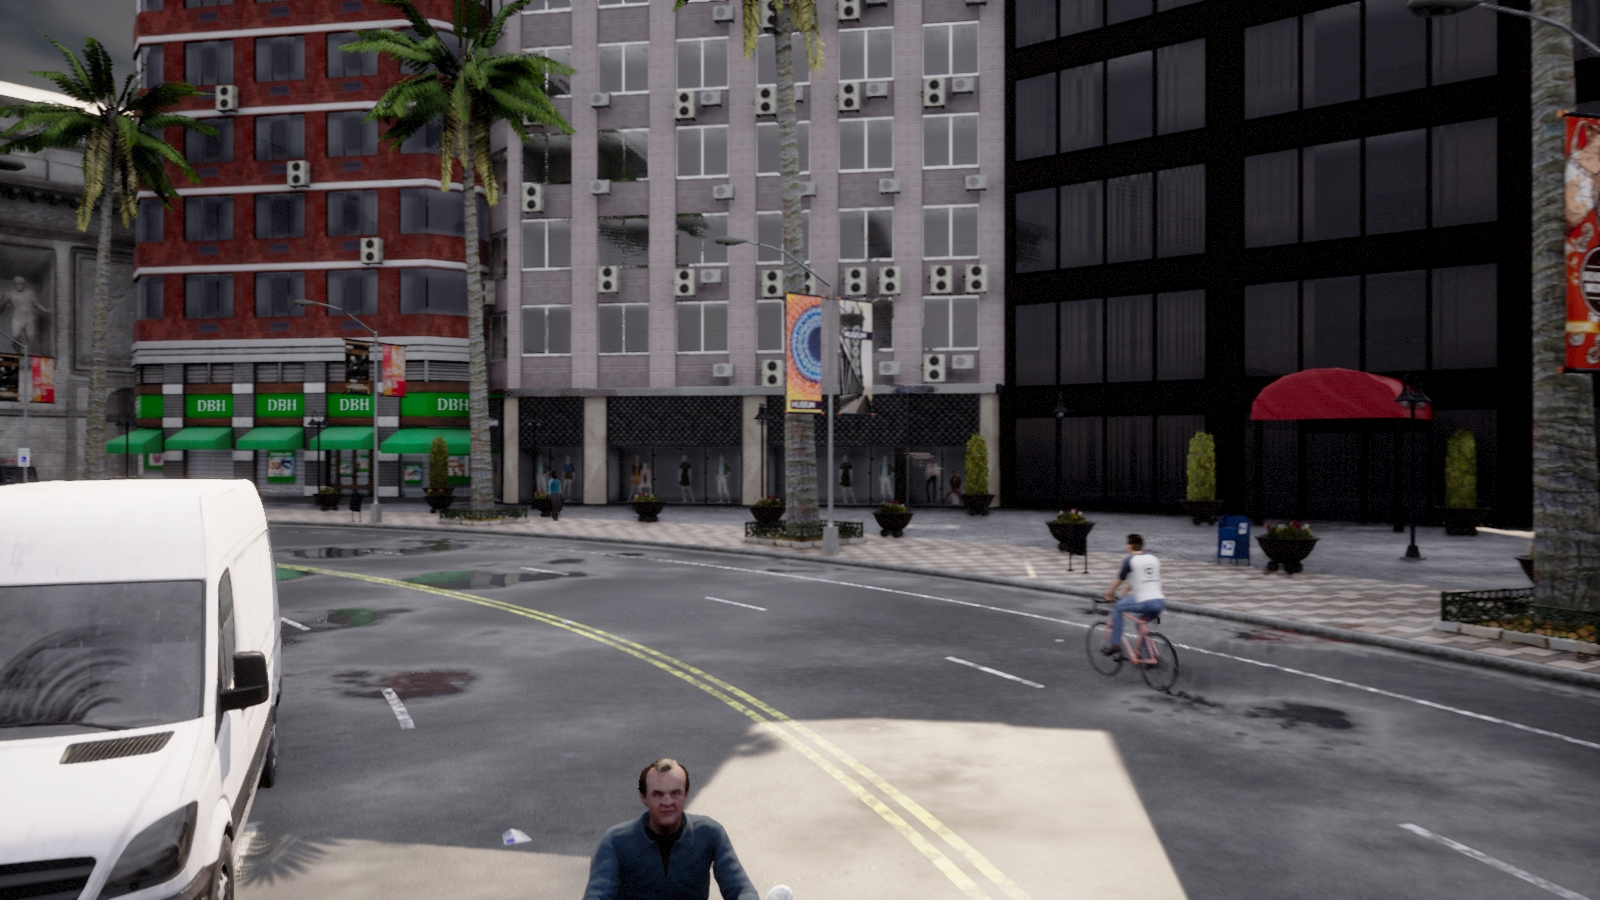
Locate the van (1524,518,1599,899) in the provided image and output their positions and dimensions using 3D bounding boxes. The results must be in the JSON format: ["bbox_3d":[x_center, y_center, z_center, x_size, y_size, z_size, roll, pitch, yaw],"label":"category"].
[{"bbox_3d":[4.244,1.531,1.479,1.988,2.561,5.915,0,0,-13],"label":"van"}]

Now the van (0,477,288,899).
[{"bbox_3d":[-4.695,1.529,7.624,1.988,2.561,5.915,0,0,-21],"label":"van"}]

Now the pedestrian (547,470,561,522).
[{"bbox_3d":[-8.951,1.669,41.574,0.375,1.860,0.375,0,0,-42],"label":"pedestrian"}]
